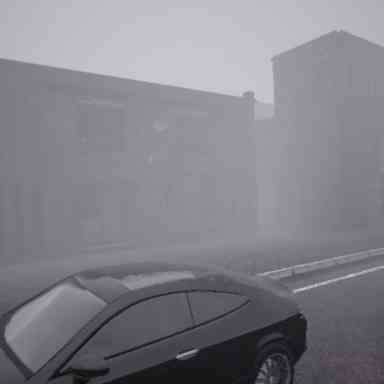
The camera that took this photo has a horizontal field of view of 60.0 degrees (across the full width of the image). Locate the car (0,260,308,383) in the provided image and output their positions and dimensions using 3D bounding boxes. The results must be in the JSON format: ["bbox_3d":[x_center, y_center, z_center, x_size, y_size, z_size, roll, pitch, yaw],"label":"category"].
[{"bbox_3d":[-0.756,1.517,3.316,4.674,1.442,1.812,0,0,-35],"label":"car"}]
